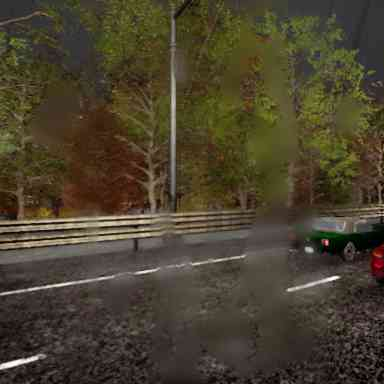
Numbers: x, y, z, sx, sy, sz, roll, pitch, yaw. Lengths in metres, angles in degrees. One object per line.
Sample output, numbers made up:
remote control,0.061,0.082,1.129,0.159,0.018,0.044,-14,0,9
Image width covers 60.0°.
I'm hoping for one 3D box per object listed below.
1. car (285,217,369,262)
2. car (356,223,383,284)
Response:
car,5.634,1.586,12.157,4.718,1.301,1.895,0,1,-36
car,6.229,1.538,8.251,4.674,1.442,1.812,0,0,-36
